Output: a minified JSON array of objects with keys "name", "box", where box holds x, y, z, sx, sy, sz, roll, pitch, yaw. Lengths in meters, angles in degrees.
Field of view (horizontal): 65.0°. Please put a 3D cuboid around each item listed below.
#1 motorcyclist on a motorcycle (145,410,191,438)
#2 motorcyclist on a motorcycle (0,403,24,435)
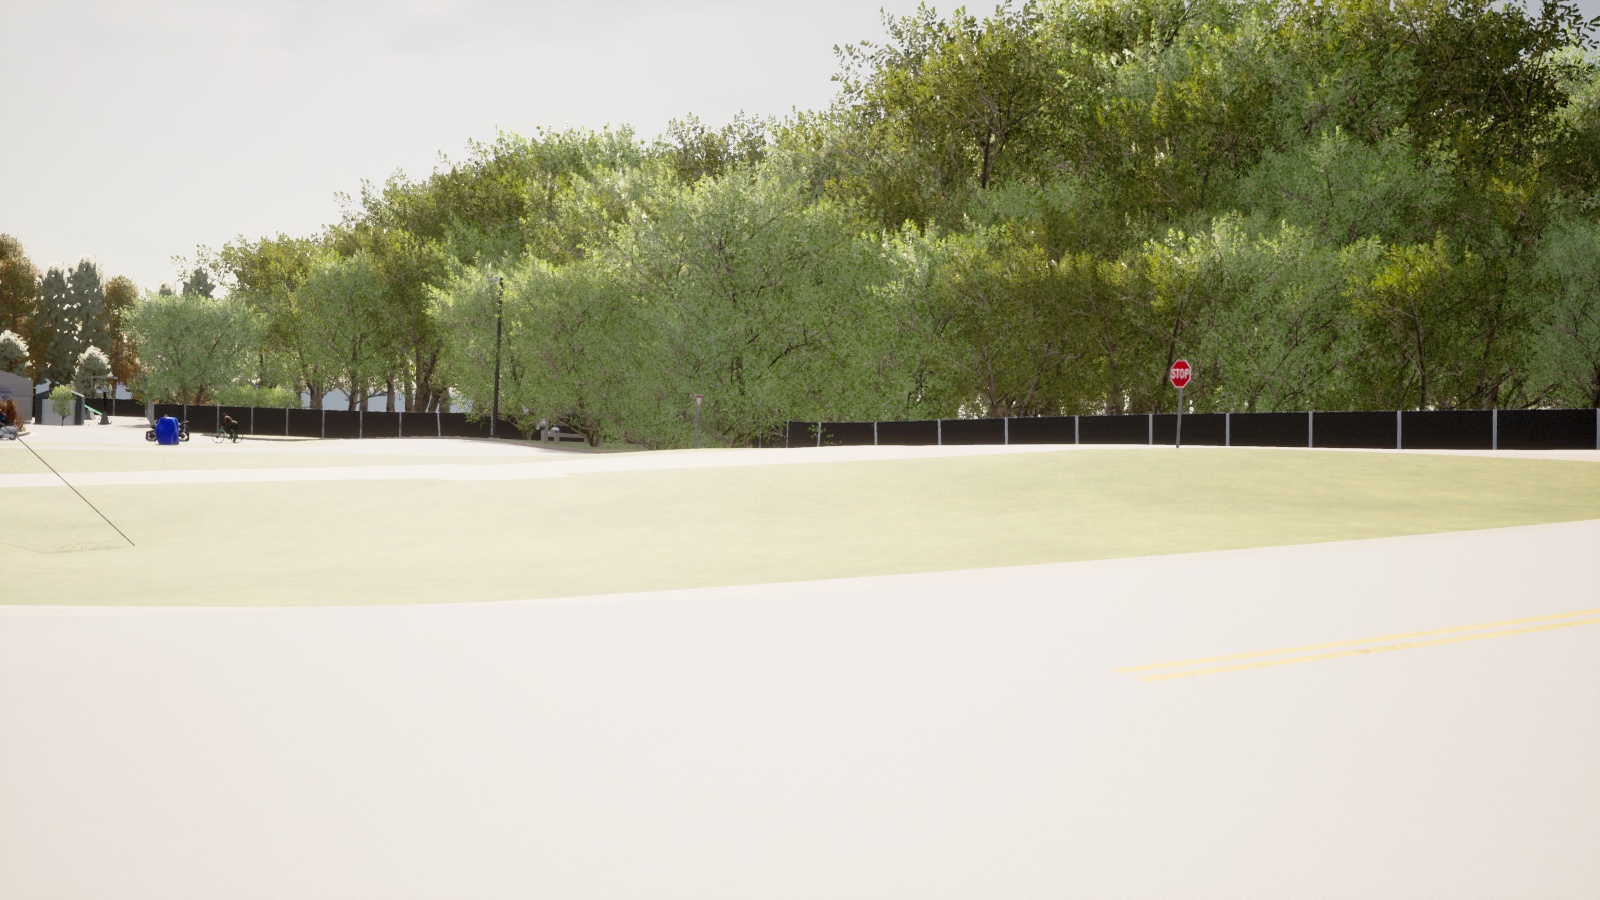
[{"name":"motorcyclist on a motorcycle","box":[-35.289,-1.450,70.136,2.191,1.530,0.866,1,2,-24]},{"name":"motorcyclist on a motorcycle","box":[-40.964,-1.611,64.333,0.866,1.590,1.817,3,1,31]}]
